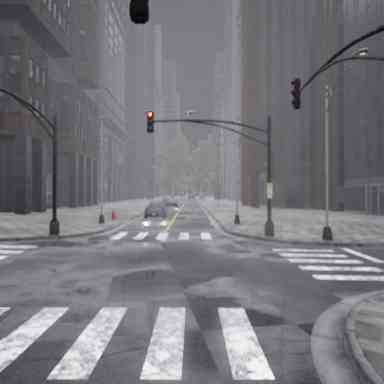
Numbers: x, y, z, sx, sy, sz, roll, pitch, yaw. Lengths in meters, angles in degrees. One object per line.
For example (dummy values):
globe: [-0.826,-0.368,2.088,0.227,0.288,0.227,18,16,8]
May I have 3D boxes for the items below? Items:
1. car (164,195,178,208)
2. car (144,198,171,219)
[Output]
car: [-3.177,1.625,51.519,1.882,1.535,5.008,0,0,0]
car: [-3.159,1.597,29.821,1.837,1.490,4.892,0,0,0]
